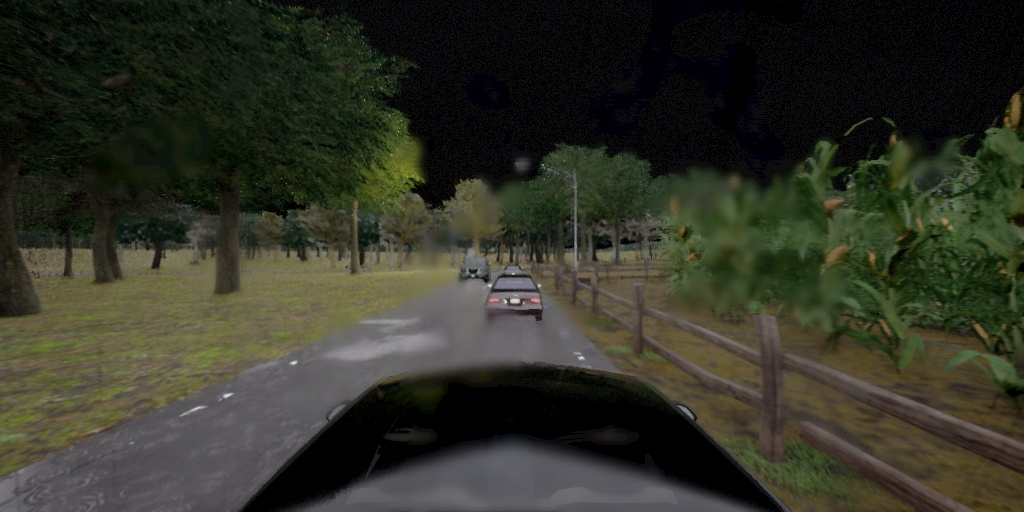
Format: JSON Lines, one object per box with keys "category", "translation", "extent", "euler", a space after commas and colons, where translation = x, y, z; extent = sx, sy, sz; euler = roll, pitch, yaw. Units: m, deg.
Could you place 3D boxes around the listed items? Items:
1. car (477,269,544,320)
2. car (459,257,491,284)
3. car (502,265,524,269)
{"category": "car", "translation": [0.091, 1.358, 12.842], "extent": [2.033, 1.411, 5.357], "euler": [0, 0, 0]}
{"category": "car", "translation": [-2.856, 1.106, 28.992], "extent": [2.150, 2.045, 5.566], "euler": [0, 0, 0]}
{"category": "car", "translation": [0.088, 1.458, 31.378], "extent": [1.994, 1.385, 4.181], "euler": [0, 0, 0]}
